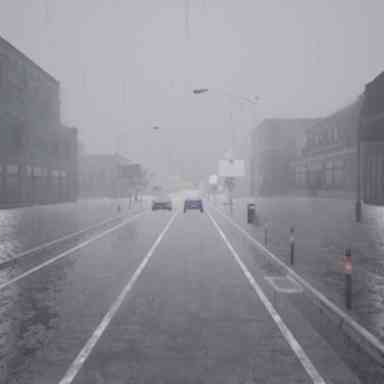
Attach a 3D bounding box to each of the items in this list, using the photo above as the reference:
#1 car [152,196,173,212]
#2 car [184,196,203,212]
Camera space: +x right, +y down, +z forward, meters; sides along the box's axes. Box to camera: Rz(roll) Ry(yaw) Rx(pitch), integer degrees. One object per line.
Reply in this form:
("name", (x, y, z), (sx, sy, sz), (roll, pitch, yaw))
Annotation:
("car", (-2.967, 1.173, 33.973), (1.882, 1.535, 5.008), (0, 0, 0))
("car", (0.134, 1.172, 34.460), (1.882, 1.535, 5.008), (0, 0, 0))
